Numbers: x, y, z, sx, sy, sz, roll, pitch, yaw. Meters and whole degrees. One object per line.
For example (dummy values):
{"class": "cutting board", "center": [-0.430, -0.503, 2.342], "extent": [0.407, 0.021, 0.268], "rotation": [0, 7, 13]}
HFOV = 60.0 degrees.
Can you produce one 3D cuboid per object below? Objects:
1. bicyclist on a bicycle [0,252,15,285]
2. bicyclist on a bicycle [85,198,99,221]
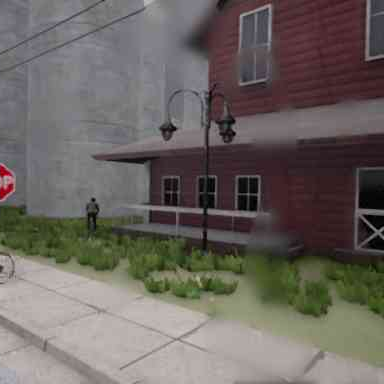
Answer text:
{"class": "bicyclist on a bicycle", "center": [-4.211, 1.191, 6.411], "extent": [0.582, 1.620, 1.656], "rotation": [-3, 6, 23]}
{"class": "bicyclist on a bicycle", "center": [-4.028, 1.055, 13.435], "extent": [0.582, 1.620, 1.656], "rotation": [1, 1, -10]}
